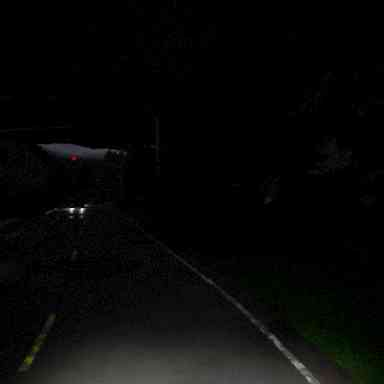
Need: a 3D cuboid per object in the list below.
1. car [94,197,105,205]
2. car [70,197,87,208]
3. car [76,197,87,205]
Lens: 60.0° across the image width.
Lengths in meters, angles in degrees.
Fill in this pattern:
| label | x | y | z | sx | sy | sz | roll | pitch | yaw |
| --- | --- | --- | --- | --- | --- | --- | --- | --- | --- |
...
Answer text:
| label | x | y | z | sx | sy | sz | roll | pitch | yaw |
| --- | --- | --- | --- | --- | --- | --- | --- | --- | --- |
| car | -19.144 | 1.840 | 68.980 | 2.128 | 1.511 | 4.902 | 0 | 0 | -16 |
| car | -18.089 | 1.781 | 52.750 | 1.837 | 1.490 | 4.892 | -1 | 0 | -16 |
| car | -22.278 | 1.831 | 67.230 | 1.837 | 1.490 | 4.892 | 0 | 0 | -16 |
